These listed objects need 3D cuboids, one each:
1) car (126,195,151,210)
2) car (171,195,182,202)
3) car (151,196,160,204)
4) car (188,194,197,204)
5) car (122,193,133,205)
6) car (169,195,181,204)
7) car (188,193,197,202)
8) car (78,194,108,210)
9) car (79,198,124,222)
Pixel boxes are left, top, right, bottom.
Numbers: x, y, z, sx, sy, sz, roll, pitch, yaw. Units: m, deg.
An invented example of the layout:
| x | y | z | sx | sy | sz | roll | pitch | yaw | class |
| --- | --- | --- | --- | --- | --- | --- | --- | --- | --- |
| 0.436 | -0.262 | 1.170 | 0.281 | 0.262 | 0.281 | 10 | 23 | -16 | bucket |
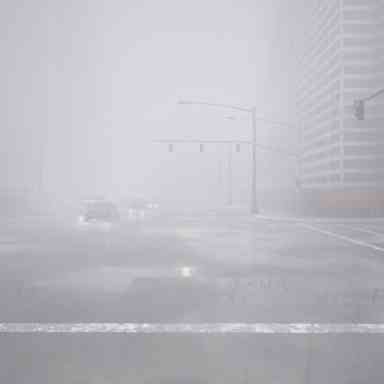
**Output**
| x | y | z | sx | sy | sz | roll | pitch | yaw | class |
| --- | --- | --- | --- | --- | --- | --- | --- | --- | --- |
| -7.047 | 1.507 | 44.151 | 1.837 | 1.490 | 4.892 | 0 | -1 | 0 | car |
| -3.412 | 1.354 | 74.474 | 2.128 | 1.511 | 4.902 | 0 | 0 | 0 | car |
| -6.990 | 1.493 | 61.712 | 2.128 | 1.511 | 4.902 | 0 | 0 | 0 | car |
| 0.075 | 1.547 | 64.185 | 2.033 | 1.411 | 5.357 | 0 | 0 | 0 | car |
| -10.527 | 1.352 | 53.977 | 2.097 | 1.767 | 4.553 | 0 | 0 | 0 | car |
| -3.425 | 1.491 | 64.189 | 2.128 | 1.511 | 4.902 | 0 | 0 | 0 | car |
| 0.087 | 1.184 | 74.440 | 2.097 | 1.767 | 4.553 | 0 | 0 | 0 | car |
| -10.562 | 1.220 | 36.181 | 2.150 | 2.045 | 5.566 | 0 | 0 | -1 | car |
| -7.070 | 1.506 | 26.582 | 1.837 | 1.490 | 4.892 | 0 | 0 | 0 | car |
